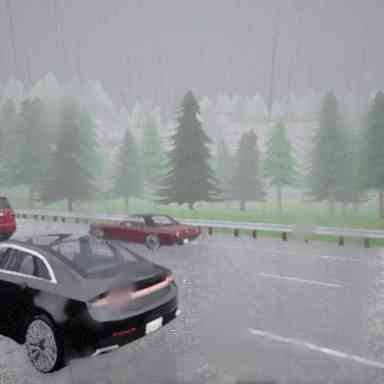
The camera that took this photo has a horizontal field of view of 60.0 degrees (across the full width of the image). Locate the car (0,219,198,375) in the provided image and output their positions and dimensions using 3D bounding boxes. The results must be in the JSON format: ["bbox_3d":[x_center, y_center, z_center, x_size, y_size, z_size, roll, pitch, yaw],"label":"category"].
[{"bbox_3d":[-2.491,1.461,5.559,4.902,1.511,2.128,0,0,34],"label":"car"}]

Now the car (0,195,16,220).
[{"bbox_3d":[-10.022,1.134,14.501,5.566,2.045,2.150,0,0,31],"label":"car"}]

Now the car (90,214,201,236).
[{"bbox_3d":[-2.093,1.537,13.696,4.718,1.301,1.895,0,0,33],"label":"car"}]
